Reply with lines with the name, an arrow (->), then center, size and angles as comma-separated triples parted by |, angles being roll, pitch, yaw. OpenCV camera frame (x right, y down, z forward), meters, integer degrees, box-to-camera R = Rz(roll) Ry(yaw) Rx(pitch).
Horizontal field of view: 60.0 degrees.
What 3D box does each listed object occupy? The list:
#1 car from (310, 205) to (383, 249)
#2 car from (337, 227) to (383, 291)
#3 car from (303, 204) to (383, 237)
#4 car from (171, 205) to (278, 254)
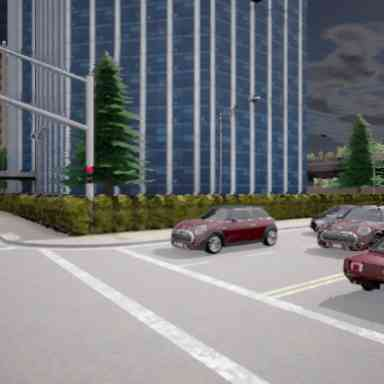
car -> 7.069, 1.358, 13.333 | 4.553, 1.767, 2.097 | 0, 0, -35
car -> 5.644, 1.605, 7.776 | 4.718, 1.301, 1.895 | 0, 0, -36
car -> 8.685, 1.500, 18.779 | 4.902, 1.511, 2.128 | 0, 0, -36
car -> 1.387, 1.356, 13.581 | 4.553, 1.767, 2.097 | 0, 0, -35
